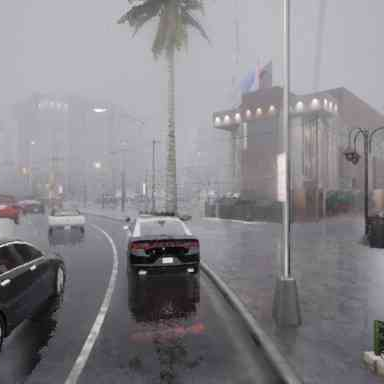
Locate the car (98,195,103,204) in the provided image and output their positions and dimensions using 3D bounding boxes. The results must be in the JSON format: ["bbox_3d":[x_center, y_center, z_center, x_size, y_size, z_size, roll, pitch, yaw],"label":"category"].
[{"bbox_3d":[-14.576,1.238,56.454,4.553,1.767,2.185,0,0,42],"label":"car"}]

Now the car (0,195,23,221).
[{"bbox_3d":[-14.377,1.206,24.864,2.150,2.045,5.566,0,0,-33],"label":"car"}]

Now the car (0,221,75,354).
[{"bbox_3d":[-3.567,1.501,5.518,1.837,1.490,4.892,0,0,-6],"label":"car"}]

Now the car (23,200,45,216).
[{"bbox_3d":[-15.743,1.461,31.815,1.882,1.535,5.008,0,0,-42],"label":"car"}]

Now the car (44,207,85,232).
[{"bbox_3d":[-7.551,1.593,19.729,1.895,1.301,4.718,0,0,-24],"label":"car"}]

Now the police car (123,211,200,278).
[{"bbox_3d":[-1.110,1.423,10.451,1.930,1.638,5.238,0,0,-12],"label":"police car"}]
